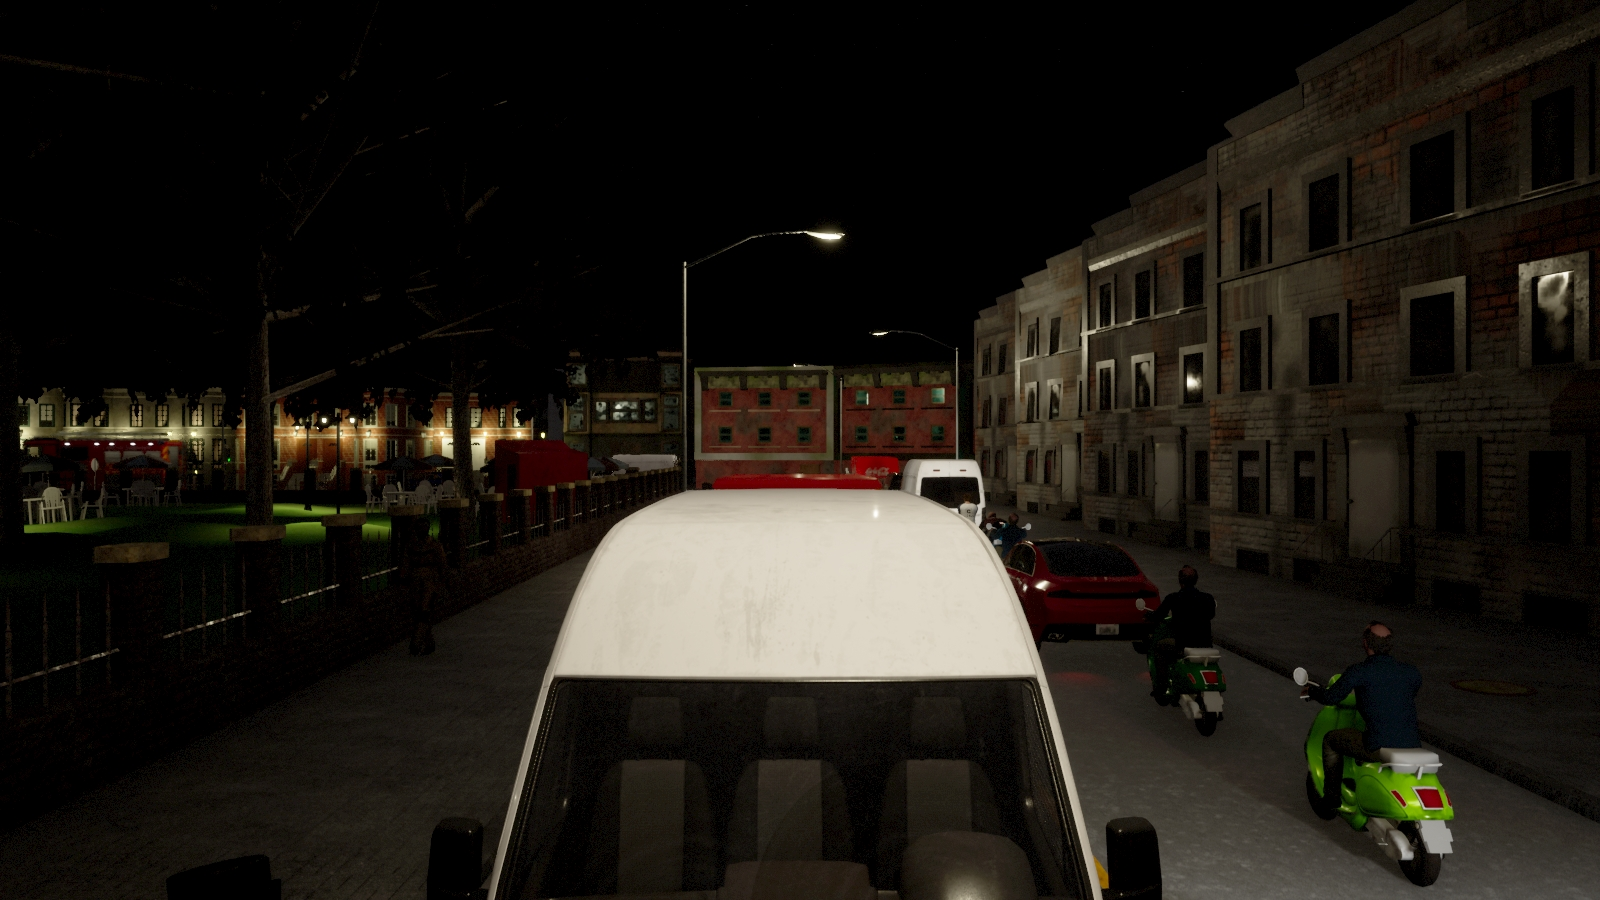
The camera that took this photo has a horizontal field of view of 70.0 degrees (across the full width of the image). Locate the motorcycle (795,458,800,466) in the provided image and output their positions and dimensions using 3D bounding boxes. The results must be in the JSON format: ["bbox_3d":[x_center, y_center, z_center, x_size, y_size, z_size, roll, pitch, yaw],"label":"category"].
[{"bbox_3d":[-0.384,1.962,183.190,0.856,1.236,1.805,0,0,0],"label":"motorcycle"}]

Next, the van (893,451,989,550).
[{"bbox_3d":[3.906,1.314,32.634,1.988,2.561,5.915,0,0,0],"label":"van"}]

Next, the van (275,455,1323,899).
[{"bbox_3d":[-0.006,1.314,5.127,1.988,2.561,5.915,0,0,0],"label":"van"}]

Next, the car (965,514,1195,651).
[{"bbox_3d":[3.953,1.841,17.118,2.231,1.480,4.892,0,0,0],"label":"car"}]

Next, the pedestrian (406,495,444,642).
[{"bbox_3d":[-4.843,1.525,14.759,0.375,1.860,0.375,0,0,0],"label":"pedestrian"}]
